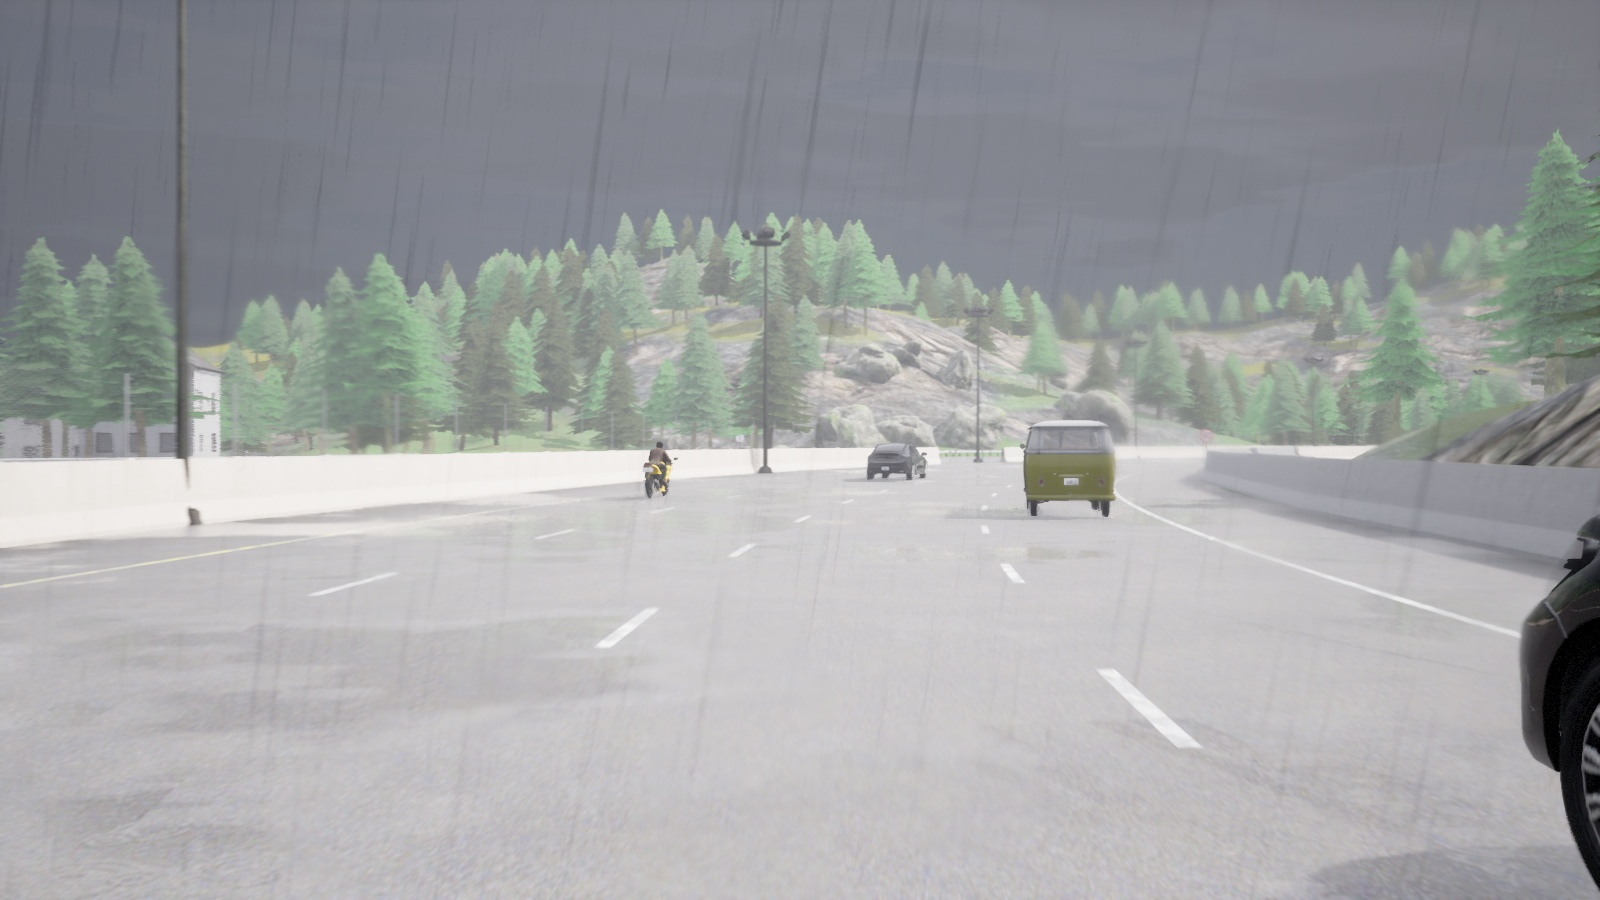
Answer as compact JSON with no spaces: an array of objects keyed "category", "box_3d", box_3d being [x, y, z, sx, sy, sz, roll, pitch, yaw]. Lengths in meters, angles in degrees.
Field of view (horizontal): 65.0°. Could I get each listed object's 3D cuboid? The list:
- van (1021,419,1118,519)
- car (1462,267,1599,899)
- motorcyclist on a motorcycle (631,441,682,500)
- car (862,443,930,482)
[{"category":"van","box_3d":[5.736,0.364,27.127,1.775,1.987,4.442,0,0,9]},{"category":"car","box_3d":[3.534,0.465,1.950,2.150,2.045,5.566,0,0,1]},{"category":"motorcyclist on a motorcycle","box_3d":[-3.832,0.529,33.732,0.797,1.523,2.044,1,0,10]},{"category":"car","box_3d":[4.016,0.475,51.640,1.837,1.490,4.892,0,0,16]}]
